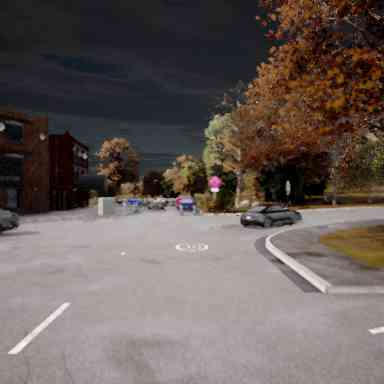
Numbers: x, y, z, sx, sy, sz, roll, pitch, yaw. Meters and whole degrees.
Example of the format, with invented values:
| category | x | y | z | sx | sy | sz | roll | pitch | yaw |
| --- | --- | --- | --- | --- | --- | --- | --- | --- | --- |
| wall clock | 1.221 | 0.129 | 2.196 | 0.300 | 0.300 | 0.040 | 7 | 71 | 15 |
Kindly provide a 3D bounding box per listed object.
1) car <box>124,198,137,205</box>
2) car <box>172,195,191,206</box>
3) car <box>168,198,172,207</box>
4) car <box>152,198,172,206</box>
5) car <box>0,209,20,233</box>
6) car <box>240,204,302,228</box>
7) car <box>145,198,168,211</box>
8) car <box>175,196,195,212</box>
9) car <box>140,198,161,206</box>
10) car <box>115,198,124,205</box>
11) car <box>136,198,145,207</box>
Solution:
| category | x | y | z | sx | sy | sz | roll | pitch | yaw |
| --- | --- | --- | --- | --- | --- | --- | --- | --- | --- |
| car | -11.943 | 2.057 | 72.267 | 2.097 | 1.535 | 5.008 | -1 | 0 | -41 |
| car | -1.013 | 1.369 | 46.482 | 2.435 | 2.045 | 5.566 | 0 | -1 | -7 |
| car | -3.466 | 1.780 | 57.642 | 2.231 | 1.521 | 4.892 | 0 | 0 | -18 |
| car | -5.672 | 1.855 | 62.941 | 2.097 | 1.535 | 5.008 | -1 | -1 | -27 |
| car | -11.413 | 1.476 | 16.756 | 4.892 | 1.521 | 2.231 | -1 | 0 | -20 |
| car | 5.110 | 1.451 | 21.376 | 4.181 | 1.385 | 1.994 | -2 | 0 | -35 |
| car | -4.358 | 1.631 | 41.232 | 1.994 | 1.385 | 4.181 | 0 | -1 | -3 |
| car | -0.652 | 1.554 | 40.495 | 2.097 | 1.535 | 5.008 | 0 | -1 | -1 |
| car | -8.424 | 1.926 | 67.812 | 2.231 | 1.521 | 4.892 | -1 | -1 | -35 |
| car | -15.770 | 2.240 | 76.703 | 4.892 | 1.521 | 2.231 | -4 | -2 | 42 |
| car | -8.074 | 1.918 | 59.333 | 1.994 | 1.385 | 4.181 | -1 | -1 | -22 |
